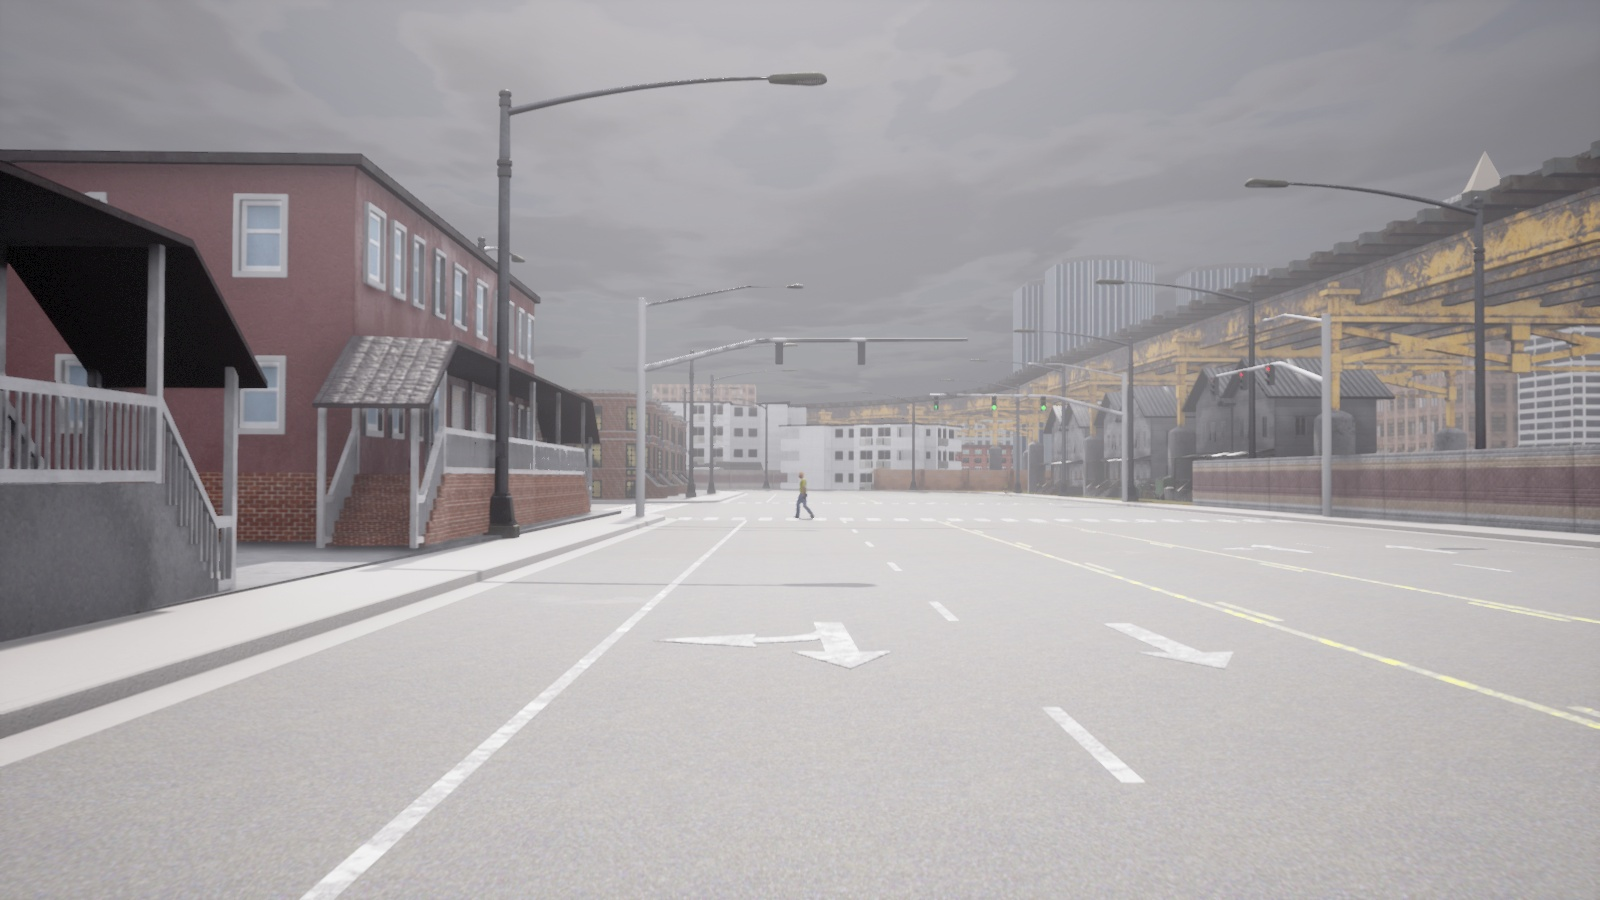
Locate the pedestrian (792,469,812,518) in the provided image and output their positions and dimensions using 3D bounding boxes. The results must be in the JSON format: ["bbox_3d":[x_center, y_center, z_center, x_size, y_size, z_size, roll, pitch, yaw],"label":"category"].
[{"bbox_3d":[0.060,1.649,47.305,0.706,1.836,0.354,0,-1,8],"label":"pedestrian"}]
